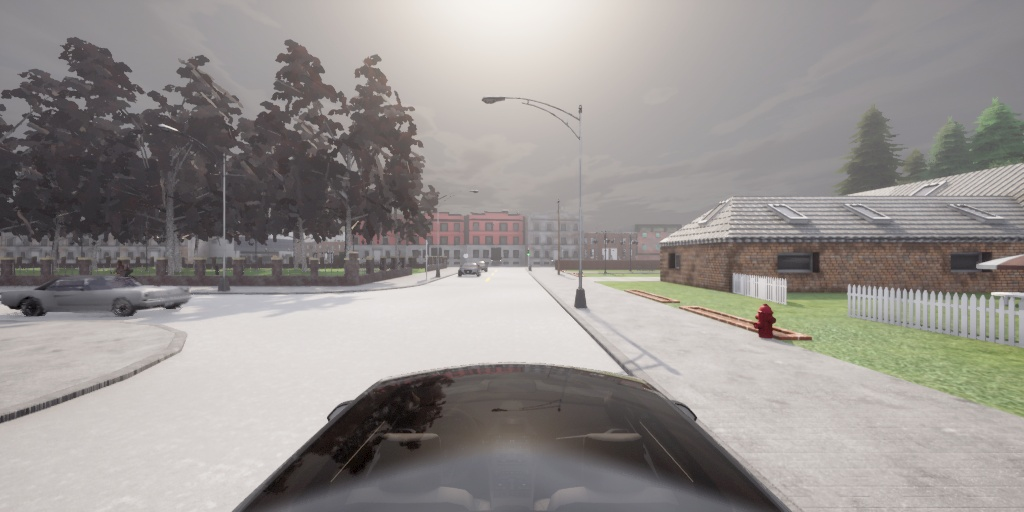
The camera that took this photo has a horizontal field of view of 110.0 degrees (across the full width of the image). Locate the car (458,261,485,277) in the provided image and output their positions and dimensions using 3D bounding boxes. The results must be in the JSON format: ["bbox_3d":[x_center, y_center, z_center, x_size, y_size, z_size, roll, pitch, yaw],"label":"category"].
[{"bbox_3d":[-4.125,1.314,35.608,1.994,1.385,4.181,0,0,0],"label":"car"}]

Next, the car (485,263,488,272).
[{"bbox_3d":[-4.109,1.314,45.593,1.994,1.385,4.181,0,0,0],"label":"car"}]

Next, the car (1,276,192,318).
[{"bbox_3d":[-14.161,1.351,12.477,4.718,1.301,1.895,0,0,0],"label":"car"}]

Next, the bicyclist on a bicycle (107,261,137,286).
[{"bbox_3d":[-22.656,1.099,20.853,0.582,1.620,1.656,0,0,0],"label":"bicyclist on a bicycle"}]
